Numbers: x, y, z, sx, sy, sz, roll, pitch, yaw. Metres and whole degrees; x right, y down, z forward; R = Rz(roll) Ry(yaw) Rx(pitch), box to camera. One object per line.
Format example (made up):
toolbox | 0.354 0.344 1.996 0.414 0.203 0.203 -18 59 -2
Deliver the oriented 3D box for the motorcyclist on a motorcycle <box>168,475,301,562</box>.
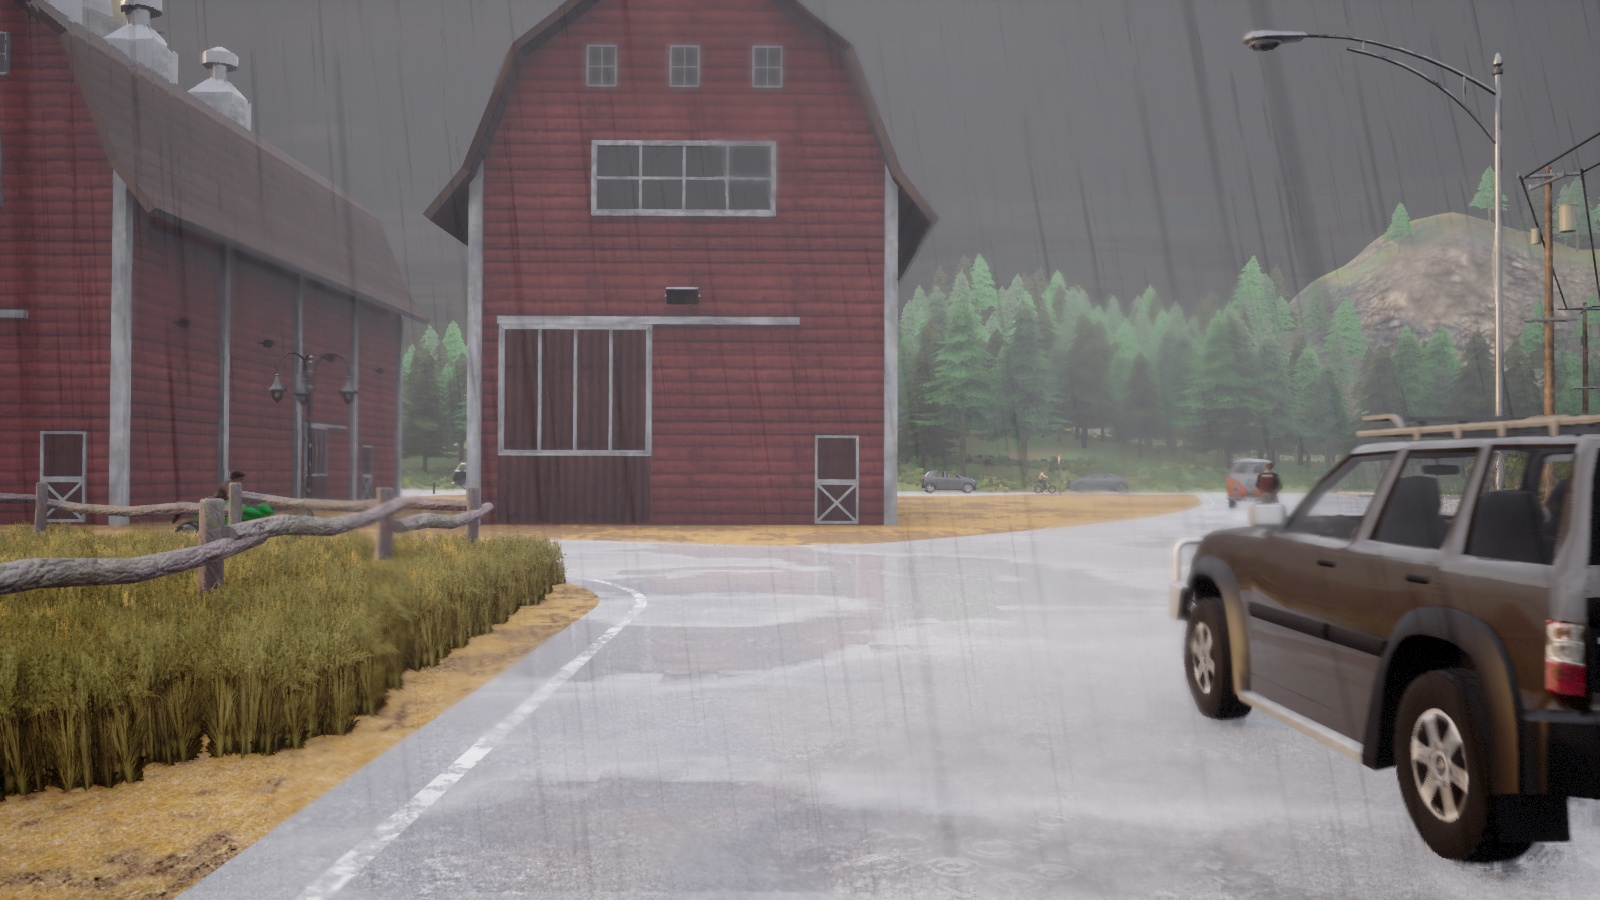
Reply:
motorcyclist on a motorcycle | -10.201 1.218 22.713 2.044 1.523 0.797 0 0 -1

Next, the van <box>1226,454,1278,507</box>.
van | 18.089 1.201 50.168 1.775 1.987 4.442 -1 -1 22

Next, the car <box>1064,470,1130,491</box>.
car | 20.473 2.109 86.688 4.181 1.385 1.994 0 -1 4

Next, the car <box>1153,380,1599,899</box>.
car | 3.474 0.727 6.517 1.932 1.855 4.605 0 -1 -1

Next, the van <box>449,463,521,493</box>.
van | -21.744 1.940 86.838 4.480 2.038 2.069 0 -1 0

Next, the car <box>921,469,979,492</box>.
car | 9.905 2.043 83.245 3.633 1.501 1.845 0 -1 0
